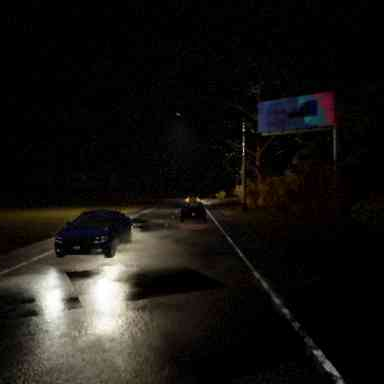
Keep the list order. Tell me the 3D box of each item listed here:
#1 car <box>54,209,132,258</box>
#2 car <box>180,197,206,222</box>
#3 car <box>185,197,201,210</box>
[{"bbox_3d":[-3.587,1.461,12.854,1.882,1.535,5.008,0,0,0],"label":"car"},{"bbox_3d":[0.103,1.443,26.230,1.882,1.535,5.008,0,0,0],"label":"car"},{"bbox_3d":[0.116,1.419,43.661,1.882,1.535,5.008,0,0,0],"label":"car"}]
